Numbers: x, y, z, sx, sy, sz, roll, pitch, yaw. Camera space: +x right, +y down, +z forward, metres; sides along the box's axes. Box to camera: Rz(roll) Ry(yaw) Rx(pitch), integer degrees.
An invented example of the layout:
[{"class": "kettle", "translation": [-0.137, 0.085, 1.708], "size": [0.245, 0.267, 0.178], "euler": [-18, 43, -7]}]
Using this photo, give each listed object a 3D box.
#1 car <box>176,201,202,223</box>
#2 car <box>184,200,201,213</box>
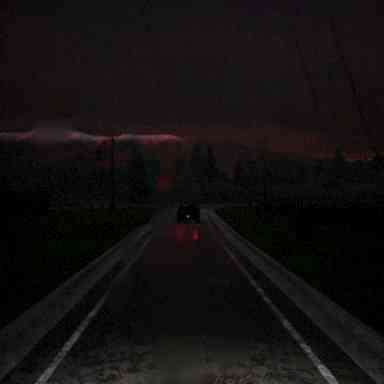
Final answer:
[{"class": "car", "translation": [-0.289, 1.698, 27.898], "size": [2.128, 1.511, 4.902], "euler": [0, -1, 1]}, {"class": "car", "translation": [0.102, 1.844, 42.891], "size": [1.812, 1.442, 4.674], "euler": [0, -1, 5]}]
